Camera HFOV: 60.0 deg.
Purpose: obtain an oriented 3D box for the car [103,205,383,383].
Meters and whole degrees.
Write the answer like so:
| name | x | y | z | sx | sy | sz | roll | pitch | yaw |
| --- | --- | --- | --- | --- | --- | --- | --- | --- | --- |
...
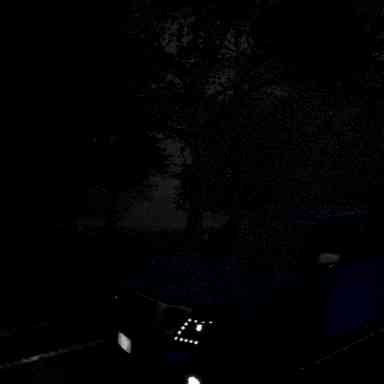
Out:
| name | x | y | z | sx | sy | sz | roll | pitch | yaw |
| --- | --- | --- | --- | --- | --- | --- | --- | --- | --- |
| car | 1.547 | 1.249 | 5.088 | 5.566 | 2.045 | 2.150 | 1 | 0 | -35 |
